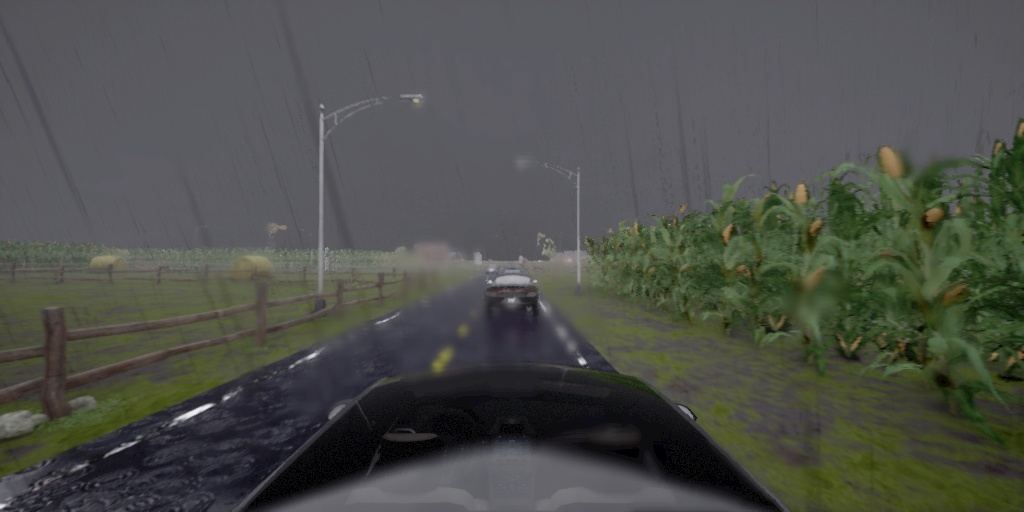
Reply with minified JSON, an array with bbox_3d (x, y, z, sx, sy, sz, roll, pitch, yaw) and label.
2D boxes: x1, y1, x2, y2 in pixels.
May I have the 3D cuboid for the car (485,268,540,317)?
[{"bbox_3d":[0.050,1.382,14.126,1.882,1.535,5.008,0,-2,0],"label":"car"}]

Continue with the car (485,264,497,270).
[{"bbox_3d":[-2.784,1.853,50.918,2.128,1.511,4.902,0,-1,0],"label":"car"}]

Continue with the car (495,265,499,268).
[{"bbox_3d":[0.031,1.610,26.936,2.033,1.411,5.357,0,-1,1],"label":"car"}]
